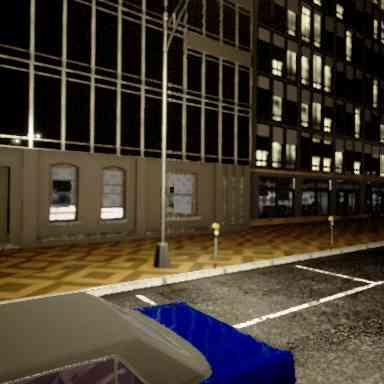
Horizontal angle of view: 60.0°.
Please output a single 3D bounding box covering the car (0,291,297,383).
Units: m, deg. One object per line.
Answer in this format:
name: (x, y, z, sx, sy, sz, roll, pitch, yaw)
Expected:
car: (-1.478, 1.601, 2.323, 4.718, 1.301, 1.895, 1, 0, -36)
